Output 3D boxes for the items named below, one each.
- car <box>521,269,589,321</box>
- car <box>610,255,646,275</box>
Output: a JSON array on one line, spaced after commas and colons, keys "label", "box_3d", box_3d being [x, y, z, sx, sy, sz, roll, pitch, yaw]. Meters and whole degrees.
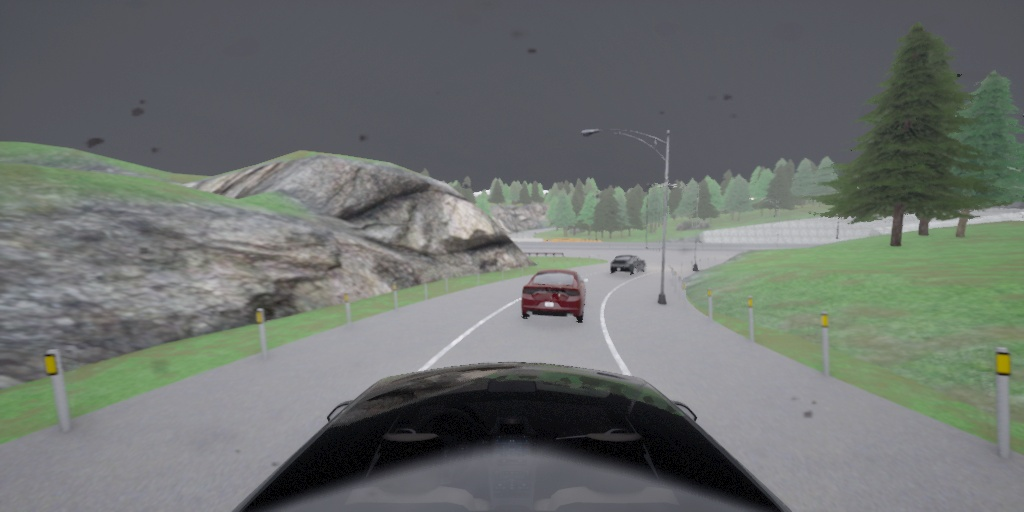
[{"label": "car", "box_3d": [1.610, 1.191, 12.561, 1.882, 1.535, 5.008, 1, 1, 13]}, {"label": "car", "box_3d": [9.650, 0.661, 29.589, 1.837, 1.490, 4.892, 3, 4, 35]}]
